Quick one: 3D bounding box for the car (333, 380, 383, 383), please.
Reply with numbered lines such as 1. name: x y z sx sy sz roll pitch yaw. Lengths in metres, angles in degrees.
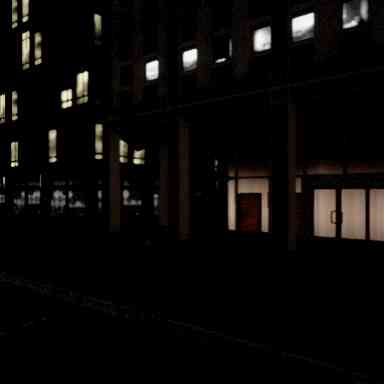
1. car: 2.604 1.518 1.010 4.829 1.417 1.752 0 0 36
